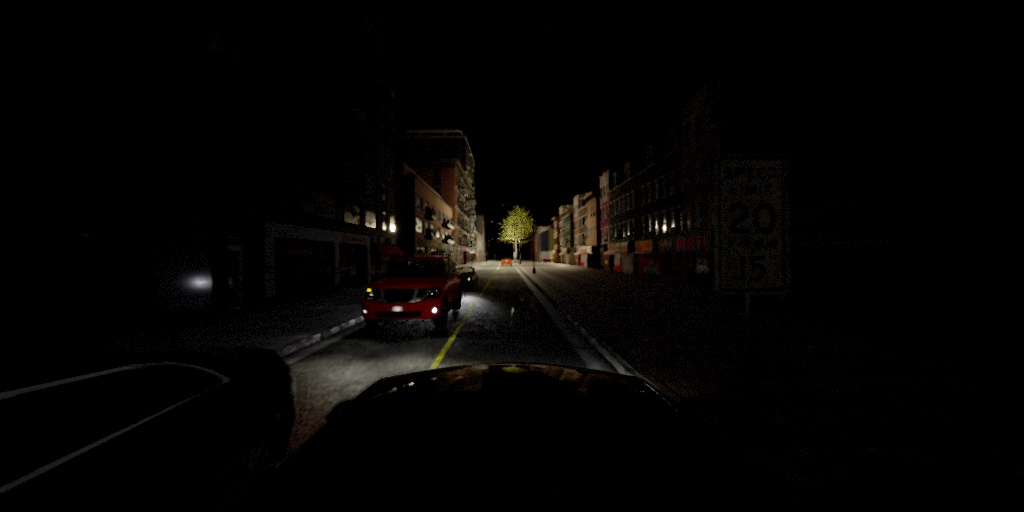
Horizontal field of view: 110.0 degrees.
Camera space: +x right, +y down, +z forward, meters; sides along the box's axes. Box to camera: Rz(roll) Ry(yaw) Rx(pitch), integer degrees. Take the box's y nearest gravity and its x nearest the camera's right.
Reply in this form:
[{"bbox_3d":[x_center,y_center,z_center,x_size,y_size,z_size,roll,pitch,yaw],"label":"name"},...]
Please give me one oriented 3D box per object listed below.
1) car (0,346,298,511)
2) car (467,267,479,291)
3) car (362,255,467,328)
[{"bbox_3d":[-2.815,1.276,1.210,2.128,1.511,4.902,-1,0,-1],"label":"car"},{"bbox_3d":[-3.132,1.366,22.128,1.895,1.301,4.718,-1,0,-1],"label":"car"},{"bbox_3d":[-2.985,0.996,11.940,2.150,2.045,5.566,-1,0,-1],"label":"car"}]
